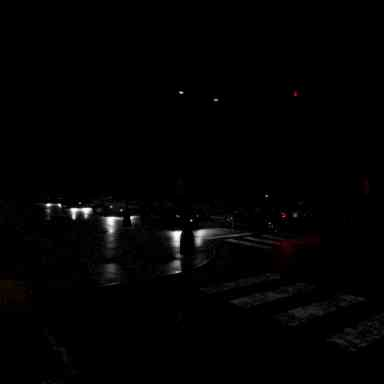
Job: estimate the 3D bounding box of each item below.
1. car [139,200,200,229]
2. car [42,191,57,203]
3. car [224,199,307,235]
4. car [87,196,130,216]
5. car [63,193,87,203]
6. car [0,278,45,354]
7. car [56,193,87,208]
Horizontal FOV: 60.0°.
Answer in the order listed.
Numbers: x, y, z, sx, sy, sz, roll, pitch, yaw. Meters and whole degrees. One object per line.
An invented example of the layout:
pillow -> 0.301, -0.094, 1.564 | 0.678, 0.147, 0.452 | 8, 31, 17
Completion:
car -> -1.464, 1.227, 19.728 | 1.812, 1.442, 4.674 | 0, 1, -37
car -> -18.401, 0.682, 43.564 | 1.837, 1.490, 4.892 | 0, 1, -32
car -> 3.782, 1.142, 17.898 | 2.097, 1.767, 4.553 | 0, 1, -36
car -> -6.675, 1.060, 27.020 | 1.812, 1.442, 4.674 | 0, 1, -35
car -> -16.207, 0.772, 45.854 | 1.895, 1.301, 4.718 | 0, 1, -36
car -> -4.280, 1.525, 3.608 | 4.829, 1.417, 1.752 | 0, 0, -35
car -> -12.433, 0.921, 35.071 | 1.994, 1.385, 4.181 | 0, 1, -36
